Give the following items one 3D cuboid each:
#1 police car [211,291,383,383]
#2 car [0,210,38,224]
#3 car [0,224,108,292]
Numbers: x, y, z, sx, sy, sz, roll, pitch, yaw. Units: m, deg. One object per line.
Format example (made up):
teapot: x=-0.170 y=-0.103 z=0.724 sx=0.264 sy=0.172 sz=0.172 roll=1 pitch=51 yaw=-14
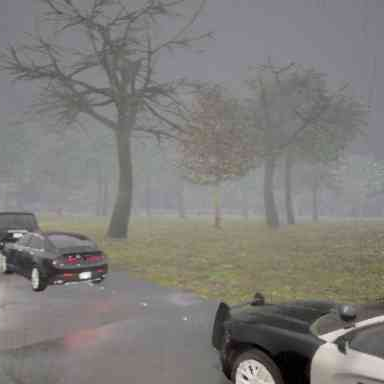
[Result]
police car: x=2.397 y=1.666 z=3.181 sx=1.930 sy=1.638 sz=5.238 roll=4 pitch=-4 yaw=-43
car: x=-8.550 y=1.809 z=14.745 sx=2.150 sy=2.045 sz=5.566 roll=4 pitch=-4 yaw=-43
car: x=-4.410 y=1.959 z=10.355 sx=1.837 sy=1.490 sz=4.892 roll=4 pitch=-4 yaw=-43
